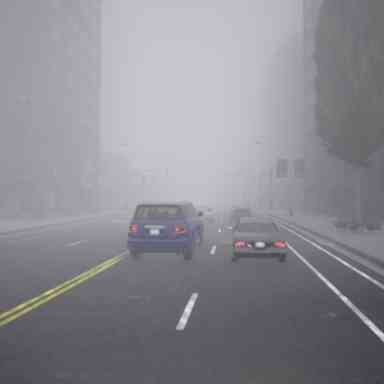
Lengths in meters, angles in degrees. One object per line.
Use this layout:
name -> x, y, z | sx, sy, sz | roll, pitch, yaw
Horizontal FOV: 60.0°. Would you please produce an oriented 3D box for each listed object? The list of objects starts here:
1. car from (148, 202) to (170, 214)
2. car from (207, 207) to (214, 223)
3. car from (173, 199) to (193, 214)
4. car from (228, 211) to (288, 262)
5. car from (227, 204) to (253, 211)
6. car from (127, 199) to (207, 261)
car -> -4.291, 2.025, 44.382 | 2.033, 1.411, 5.357 | 0, -1, 4
car -> 0.910, 1.906, 28.729 | 1.895, 1.301, 4.718 | 0, -1, 6
car -> -1.130, 1.817, 43.266 | 2.097, 1.767, 4.553 | 0, -1, 5
car -> 2.385, 1.679, 12.652 | 2.033, 1.411, 5.357 | 0, -1, 7
car -> 4.170, 1.812, 28.654 | 1.837, 1.490, 4.892 | 0, 0, 6
car -> -0.832, 1.360, 13.133 | 2.150, 2.045, 5.566 | 0, 0, 7
